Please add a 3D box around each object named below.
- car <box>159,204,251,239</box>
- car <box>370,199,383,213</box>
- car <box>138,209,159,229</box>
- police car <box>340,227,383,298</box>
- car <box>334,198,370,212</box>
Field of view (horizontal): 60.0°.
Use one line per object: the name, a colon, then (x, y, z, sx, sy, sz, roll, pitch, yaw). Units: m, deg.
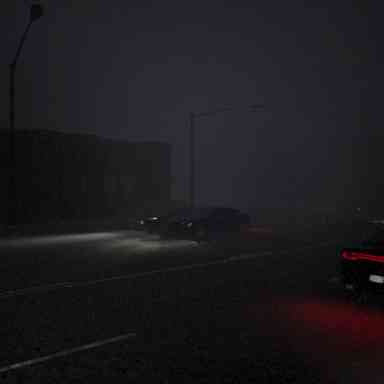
car: (1.014, 1.477, 17.643, 5.008, 1.535, 1.882, 0, 0, -39)
car: (21.605, 1.507, 37.669, 1.837, 1.490, 4.892, 1, 0, 1)
car: (-1.000, 1.492, 20.671, 4.902, 1.511, 2.128, 0, 0, -40)
police car: (5.496, 1.425, 7.770, 5.238, 1.638, 1.930, 0, 0, -37)
car: (18.130, 1.507, 38.463, 1.837, 1.490, 4.892, 1, 0, 0)
